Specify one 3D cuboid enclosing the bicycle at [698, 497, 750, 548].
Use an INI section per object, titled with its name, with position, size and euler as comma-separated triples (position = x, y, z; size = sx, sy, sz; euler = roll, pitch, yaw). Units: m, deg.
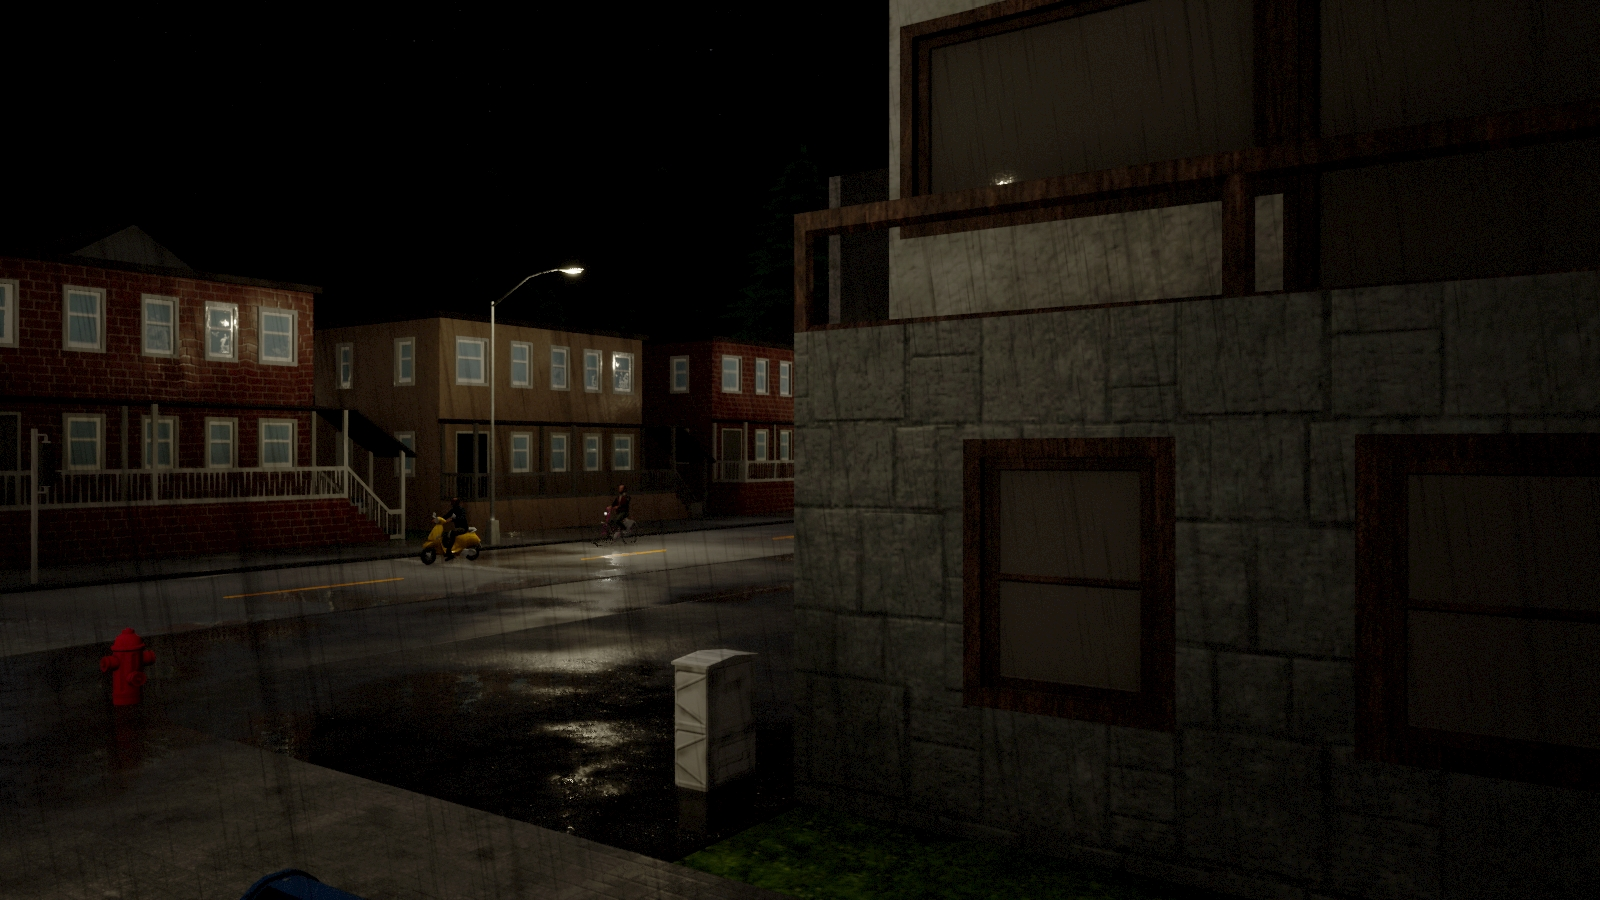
[bicycle]
position = -2.030, 1.932, 30.728
size = 0.329, 1.271, 1.835
euler = 0, 0, 35
